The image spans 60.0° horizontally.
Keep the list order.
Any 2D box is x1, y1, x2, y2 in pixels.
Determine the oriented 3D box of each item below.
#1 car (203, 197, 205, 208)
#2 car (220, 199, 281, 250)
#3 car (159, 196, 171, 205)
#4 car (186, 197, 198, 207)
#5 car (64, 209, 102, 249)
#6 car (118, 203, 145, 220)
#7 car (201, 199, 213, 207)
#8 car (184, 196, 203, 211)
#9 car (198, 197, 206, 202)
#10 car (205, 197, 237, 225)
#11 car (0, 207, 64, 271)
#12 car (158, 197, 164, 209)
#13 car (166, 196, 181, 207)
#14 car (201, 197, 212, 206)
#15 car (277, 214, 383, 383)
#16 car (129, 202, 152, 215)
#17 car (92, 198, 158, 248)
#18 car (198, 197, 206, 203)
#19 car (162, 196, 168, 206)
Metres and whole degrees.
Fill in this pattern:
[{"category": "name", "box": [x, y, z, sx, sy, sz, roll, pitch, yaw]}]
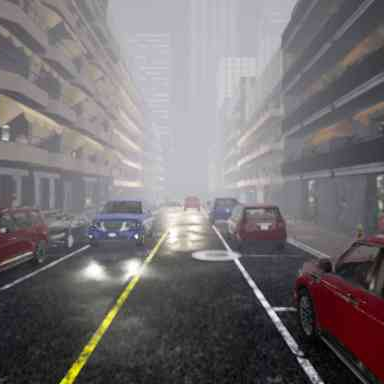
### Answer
[{"category": "car", "box": [2.710, 1.879, 54.081, 1.752, 1.417, 4.829, -1, 0, 0]}, {"category": "car", "box": [2.685, 1.411, 14.700, 2.192, 1.841, 5.009, -1, 0, 0]}, {"category": "car", "box": [-5.664, 1.778, 70.752, 2.192, 1.841, 5.009, -1, 0, 0]}, {"category": "car", "box": [0.034, 1.747, 60.480, 2.097, 1.767, 4.553, 0, 0, 0]}, {"category": "car", "box": [-5.699, 1.647, 14.731, 2.008, 1.369, 4.403, -1, 0, 0]}, {"category": "car", "box": [-5.682, 1.787, 31.537, 1.802, 1.307, 4.206, -1, 0, 0]}, {"category": "car", "box": [2.713, 1.955, 59.513, 1.947, 1.339, 4.313, -1, 0, 0]}, {"category": "car", "box": [0.046, 1.521, 45.736, 2.150, 2.045, 5.566, 0, 0, 0]}, {"category": "car", "box": [2.732, 2.162, 93.126, 2.008, 1.369, 4.403, -1, 0, 0]}, {"category": "car", "box": [2.408, 1.387, 25.566, 2.150, 2.045, 5.566, 0, 0, 0]}, {"category": "car", "box": [-5.688, 1.375, 9.131, 2.192, 1.841, 5.009, -1, 0, 0]}, {"category": "car", "box": [-5.673, 1.866, 48.343, 2.008, 1.369, 4.403, -1, 0, 0]}, {"category": "car", "box": [-3.006, 1.943, 58.034, 1.994, 1.385, 4.181, 0, 0, 1]}, {"category": "car", "box": [2.715, 1.866, 65.116, 1.967, 1.590, 4.097, -1, 0, 0]}, {"category": "car", "box": [2.679, 1.339, 3.496, 2.192, 1.841, 5.009, -1, 0, 0]}, {"category": "car", "box": [-5.679, 1.824, 37.139, 1.802, 1.307, 4.206, -1, 0, 0]}, {"category": "car", "box": [-3.091, 1.324, 15.661, 2.150, 2.045, 5.566, 0, 0, 0]}, {"category": "car", "box": [2.729, 2.140, 87.522, 1.947, 1.339, 4.313, -1, 0, 0]}, {"category": "car", "box": [-5.667, 1.939, 59.547, 2.008, 1.369, 4.403, -1, 0, 0]}]
